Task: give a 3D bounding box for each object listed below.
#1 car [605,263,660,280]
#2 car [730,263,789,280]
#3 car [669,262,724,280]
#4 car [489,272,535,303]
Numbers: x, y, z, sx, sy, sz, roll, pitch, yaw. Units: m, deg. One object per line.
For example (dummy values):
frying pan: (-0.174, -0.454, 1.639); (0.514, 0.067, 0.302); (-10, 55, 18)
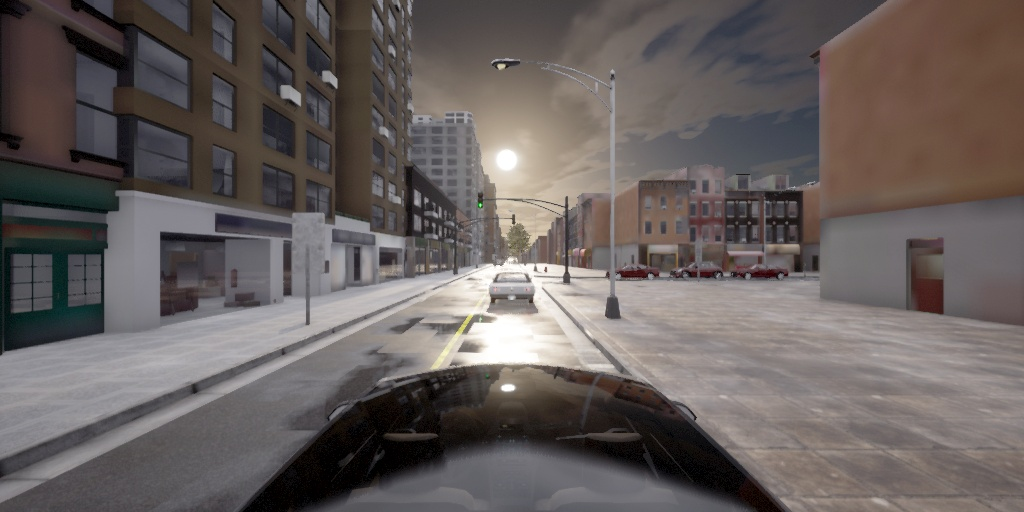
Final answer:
car: (10.369, 1.330, 30.983); (4.507, 1.381, 1.888); (0, 0, 0)
car: (21.297, 1.319, 30.973); (4.507, 1.381, 1.888); (0, 0, 0)
car: (15.833, 1.219, 30.980); (4.097, 1.591, 1.967); (0, 0, 0)
car: (0.000, 1.379, 16.531); (1.895, 1.301, 4.718); (0, 0, 0)
